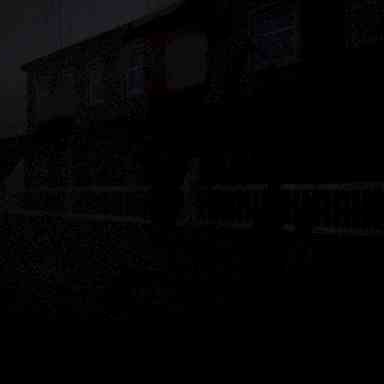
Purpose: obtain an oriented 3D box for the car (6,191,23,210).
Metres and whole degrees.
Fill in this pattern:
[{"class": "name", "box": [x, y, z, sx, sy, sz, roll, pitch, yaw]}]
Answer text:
[{"class": "car", "box": [-15.236, 0.769, 28.084, 2.097, 1.767, 4.553, 0, 15, 34]}]
